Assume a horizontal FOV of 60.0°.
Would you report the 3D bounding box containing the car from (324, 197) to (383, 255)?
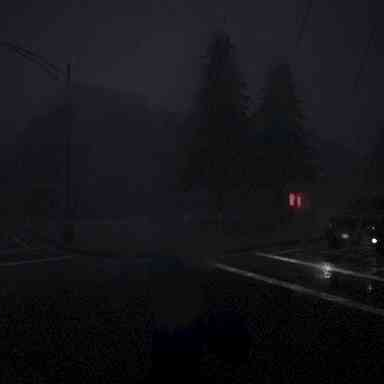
[{"bbox_3d":[7.779,1.248,13.701,5.566,2.045,2.150,0,0,-36],"label":"car"}]
